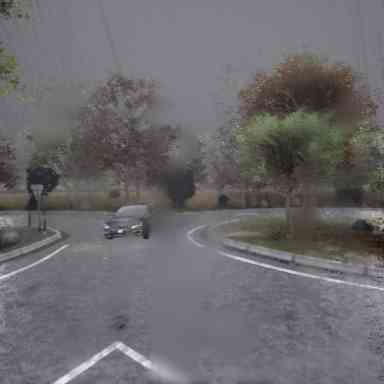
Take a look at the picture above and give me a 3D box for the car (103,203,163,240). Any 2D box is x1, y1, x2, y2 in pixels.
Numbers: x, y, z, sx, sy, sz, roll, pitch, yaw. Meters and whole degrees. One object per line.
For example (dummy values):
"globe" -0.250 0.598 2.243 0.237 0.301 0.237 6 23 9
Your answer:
"car" -2.647 1.316 15.816 1.837 1.490 4.892 -3 0 6
